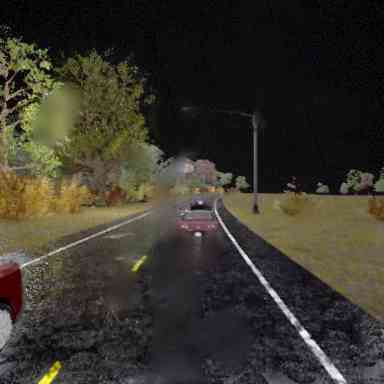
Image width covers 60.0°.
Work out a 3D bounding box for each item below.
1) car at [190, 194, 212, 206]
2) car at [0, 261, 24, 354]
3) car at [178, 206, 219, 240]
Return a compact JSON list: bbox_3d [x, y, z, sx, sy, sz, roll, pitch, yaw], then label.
[{"bbox_3d":[0.965,1.185,35.519,2.150,2.045,5.566,0,0,3],"label":"car"},{"bbox_3d":[-3.570,1.476,3.131,1.882,1.535,5.008,0,0,0],"label":"car"},{"bbox_3d":[0.325,1.603,17.151,1.895,1.301,4.718,0,0,1],"label":"car"}]
